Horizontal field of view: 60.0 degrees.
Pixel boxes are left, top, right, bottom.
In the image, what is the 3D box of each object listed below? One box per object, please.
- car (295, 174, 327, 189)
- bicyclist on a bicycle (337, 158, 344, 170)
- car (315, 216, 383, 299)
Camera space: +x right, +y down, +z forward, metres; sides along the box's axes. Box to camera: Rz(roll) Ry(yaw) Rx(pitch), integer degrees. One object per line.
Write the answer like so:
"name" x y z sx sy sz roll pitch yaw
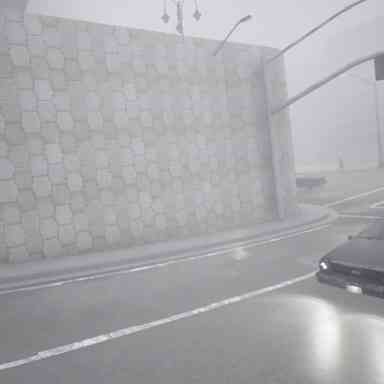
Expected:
"car" 10.008 -1.015 30.946 1.895 1.301 4.718 -11 6 -35
"bicyclist on a bicycle" 20.063 -3.821 44.864 1.656 1.620 0.582 -11 6 -35
"car" 5.142 1.222 7.676 5.357 1.411 2.033 -5 3 -35
